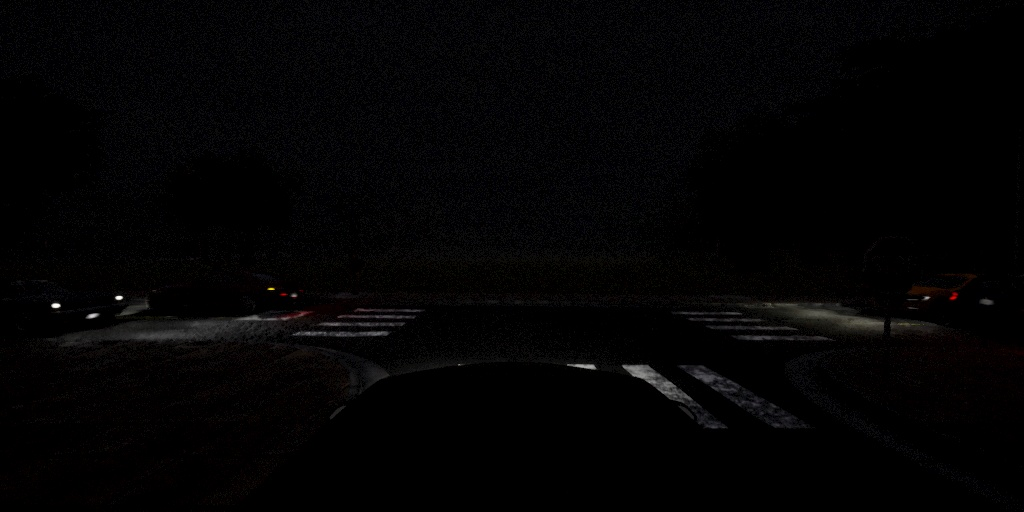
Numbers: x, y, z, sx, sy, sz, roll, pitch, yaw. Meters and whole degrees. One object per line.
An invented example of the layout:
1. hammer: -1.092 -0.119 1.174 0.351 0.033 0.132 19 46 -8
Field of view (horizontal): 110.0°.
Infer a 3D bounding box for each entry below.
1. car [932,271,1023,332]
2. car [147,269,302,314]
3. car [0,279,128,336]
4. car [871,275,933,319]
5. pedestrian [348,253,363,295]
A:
1. car: 14.950 1.285 9.683 4.553 1.767 2.097 1 1 0
2. car: -10.003 1.187 12.692 4.674 1.442 1.812 0 1 0
3. car: -13.631 1.309 9.767 4.718 1.301 1.895 0 1 0
4. car: 15.706 1.353 12.632 5.008 1.535 1.882 1 1 0
5. pedestrian: -6.832 0.756 15.596 0.375 1.860 0.375 0 1 0
